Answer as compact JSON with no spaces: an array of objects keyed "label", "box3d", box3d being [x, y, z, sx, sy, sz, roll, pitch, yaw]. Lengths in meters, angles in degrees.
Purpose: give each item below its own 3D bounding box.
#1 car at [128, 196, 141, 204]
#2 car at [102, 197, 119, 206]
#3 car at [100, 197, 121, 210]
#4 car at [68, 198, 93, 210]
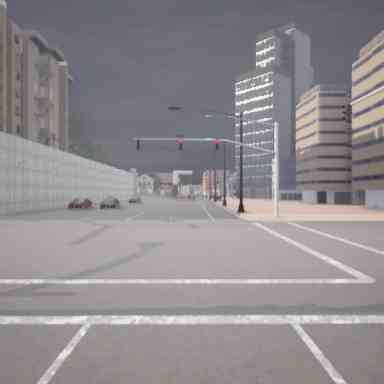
[{"label":"car","box3d":[-10.641,1.519,62.028,1.837,1.490,4.892,0,0,0]},{"label":"car","box3d":[-14.158,1.538,57.803,1.812,1.442,4.674,0,0,0]},{"label":"car","box3d":[-10.660,1.514,43.589,1.837,1.490,4.892,0,0,0]},{"label":"car","box3d":[-14.159,1.487,42.326,1.882,1.535,5.008,0,0,0]}]
